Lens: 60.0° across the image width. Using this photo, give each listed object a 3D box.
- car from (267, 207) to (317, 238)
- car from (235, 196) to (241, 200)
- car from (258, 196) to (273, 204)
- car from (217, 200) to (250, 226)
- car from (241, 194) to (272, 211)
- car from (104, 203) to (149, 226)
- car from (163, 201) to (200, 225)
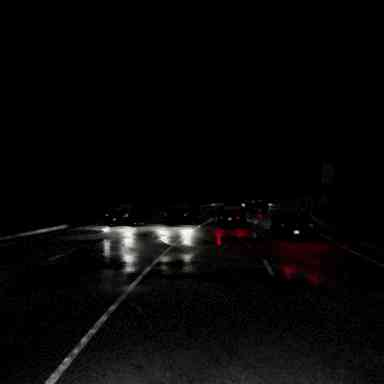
[{"bbox_3d":[5.324,1.603,17.915,1.895,1.301,4.718,0,0,10],"label":"car"},{"bbox_3d":[9.349,1.527,61.931,1.994,1.385,4.181,0,0,26],"label":"car"},{"bbox_3d":[14.115,1.511,63.738,1.812,1.442,4.674,0,0,26],"label":"car"},{"bbox_3d":[2.845,1.514,23.218,1.812,1.442,4.674,0,0,12],"label":"car"},{"bbox_3d":[7.883,1.213,40.277,2.150,2.045,5.566,0,0,20],"label":"car"},{"bbox_3d":[-4.464,1.486,23.515,1.812,1.442,4.674,0,0,12],"label":"car"},{"bbox_3d":[-0.674,1.451,24.461,1.882,1.535,5.008,0,0,13],"label":"car"}]
